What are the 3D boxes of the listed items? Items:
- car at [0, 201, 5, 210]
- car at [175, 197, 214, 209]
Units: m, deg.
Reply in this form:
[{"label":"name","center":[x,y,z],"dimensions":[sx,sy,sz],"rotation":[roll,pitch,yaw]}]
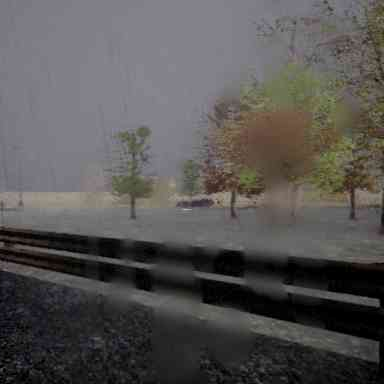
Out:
[{"label":"car","center":[-29.196,1.774,47.418],"dimensions":[4.902,1.511,2.128],"rotation":[-1,0,11]},{"label":"car","center":[0.275,1.338,41.904],"dimensions":[4.902,1.511,2.128],"rotation":[-1,0,11]}]
